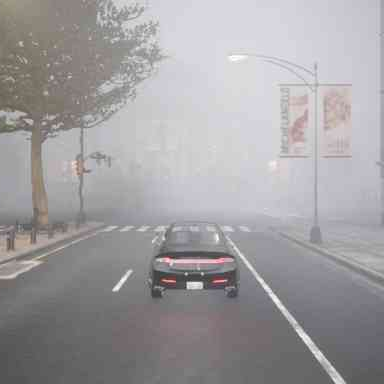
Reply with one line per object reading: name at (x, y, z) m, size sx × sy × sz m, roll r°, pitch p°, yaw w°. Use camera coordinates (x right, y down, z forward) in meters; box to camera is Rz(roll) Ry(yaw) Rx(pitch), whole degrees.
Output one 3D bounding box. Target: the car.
car at (0.061, 1.491, 8.489) m, size 2.128 × 1.511 × 4.902 m, roll 0°, pitch 0°, yaw 0°
